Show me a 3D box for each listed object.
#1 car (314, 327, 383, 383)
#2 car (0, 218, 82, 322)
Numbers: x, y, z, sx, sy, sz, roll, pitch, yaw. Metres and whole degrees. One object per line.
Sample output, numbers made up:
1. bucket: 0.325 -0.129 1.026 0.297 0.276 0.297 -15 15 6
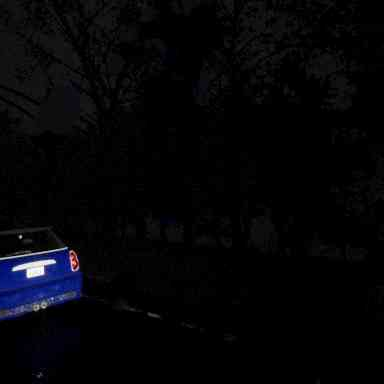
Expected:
1. car: 2.992 1.601 1.553 4.718 1.301 1.895 0 0 36
2. car: -4.342 1.353 6.778 4.553 1.767 2.097 0 0 35
